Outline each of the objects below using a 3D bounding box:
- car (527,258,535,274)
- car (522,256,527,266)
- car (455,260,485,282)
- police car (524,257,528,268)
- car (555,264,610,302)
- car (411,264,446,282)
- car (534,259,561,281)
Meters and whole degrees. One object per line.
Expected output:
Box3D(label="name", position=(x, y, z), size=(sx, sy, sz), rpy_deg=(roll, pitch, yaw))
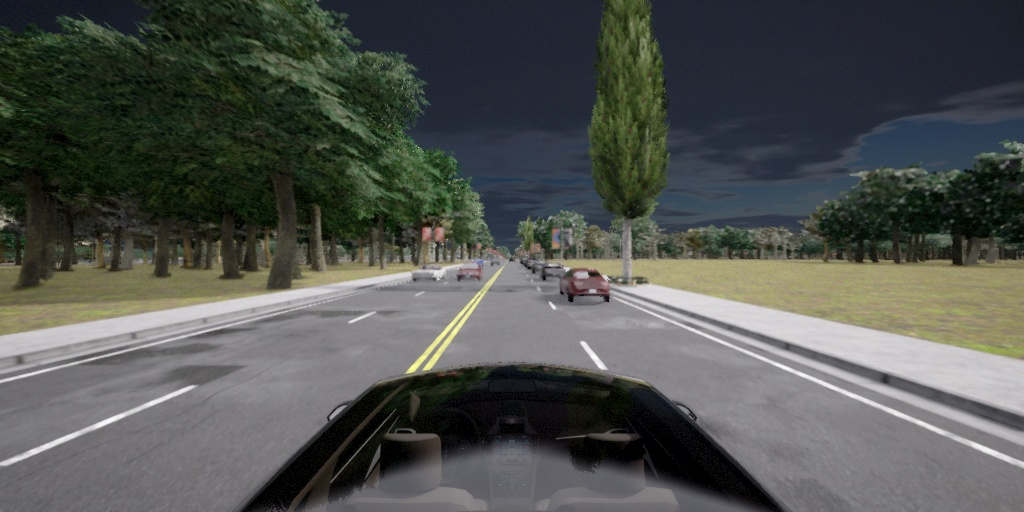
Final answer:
Box3D(label="car", position=(3.241, 1.245, 41.454), size=(2.128, 1.511, 4.902), rpy_deg=(0, 0, 0))
Box3D(label="car", position=(3.236, 1.186, 63.454), size=(2.033, 1.649, 4.856), rpy_deg=(0, 0, 0))
Box3D(label="car", position=(-3.350, 1.278, 29.477), size=(1.812, 1.442, 4.674), rpy_deg=(0, 0, 0))
Box3D(label="police car", position=(3.239, 1.260, 52.454), size=(2.038, 1.542, 4.974), rpy_deg=(0, 0, 0))
Box3D(label="car", position=(3.351, 1.277, 17.028), size=(1.812, 1.442, 4.674), rpy_deg=(0, 0, 1))
Box3D(label="car", position=(-6.604, 1.353, 28.795), size=(1.895, 1.301, 4.718), rpy_deg=(0, 0, 0))
Box3D(label="car", position=(3.342, 1.244, 30.372), size=(2.128, 1.511, 4.902), rpy_deg=(0, 0, 0))
